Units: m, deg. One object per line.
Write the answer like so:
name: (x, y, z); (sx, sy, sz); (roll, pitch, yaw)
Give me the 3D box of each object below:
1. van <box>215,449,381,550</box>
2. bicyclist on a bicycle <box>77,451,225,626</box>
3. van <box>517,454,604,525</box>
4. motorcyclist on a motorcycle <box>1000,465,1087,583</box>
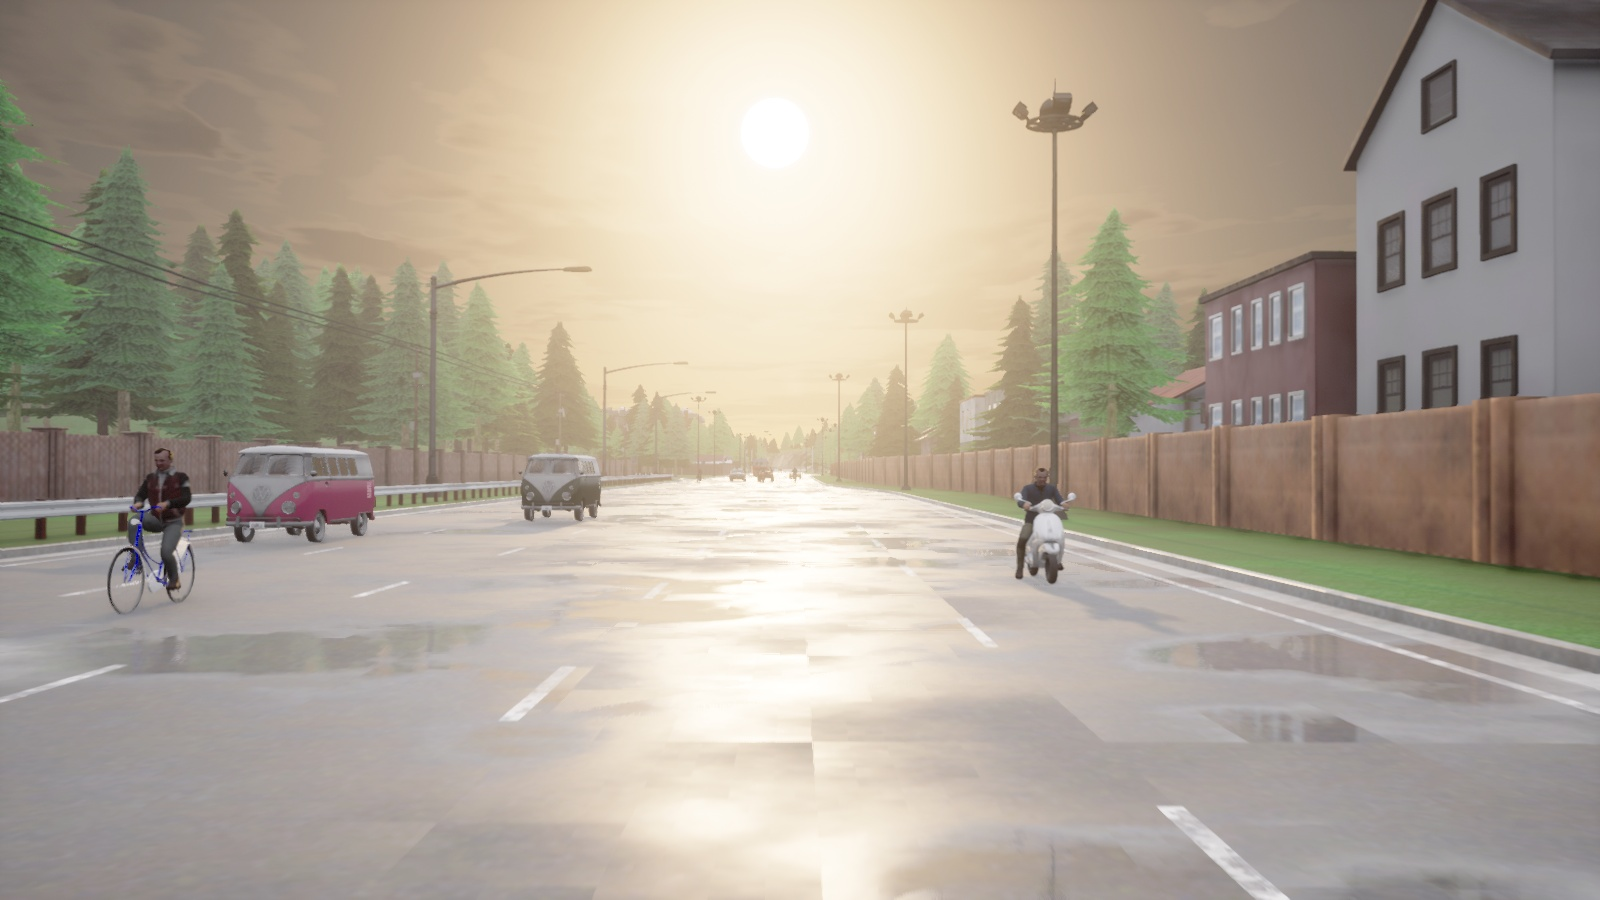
van: (-10.608, 1.009, 26.905); (1.775, 1.987, 4.442); (0, -1, 0)
bicyclist on a bicycle: (-7.053, 0.916, 13.749); (0.659, 1.776, 1.843); (0, -1, 0)
van: (-7.151, 1.159, 37.852); (1.775, 1.987, 4.442); (0, -1, 0)
motorcyclist on a motorcycle: (3.437, 1.018, 17.894); (0.866, 1.590, 1.817); (0, -1, 0)
